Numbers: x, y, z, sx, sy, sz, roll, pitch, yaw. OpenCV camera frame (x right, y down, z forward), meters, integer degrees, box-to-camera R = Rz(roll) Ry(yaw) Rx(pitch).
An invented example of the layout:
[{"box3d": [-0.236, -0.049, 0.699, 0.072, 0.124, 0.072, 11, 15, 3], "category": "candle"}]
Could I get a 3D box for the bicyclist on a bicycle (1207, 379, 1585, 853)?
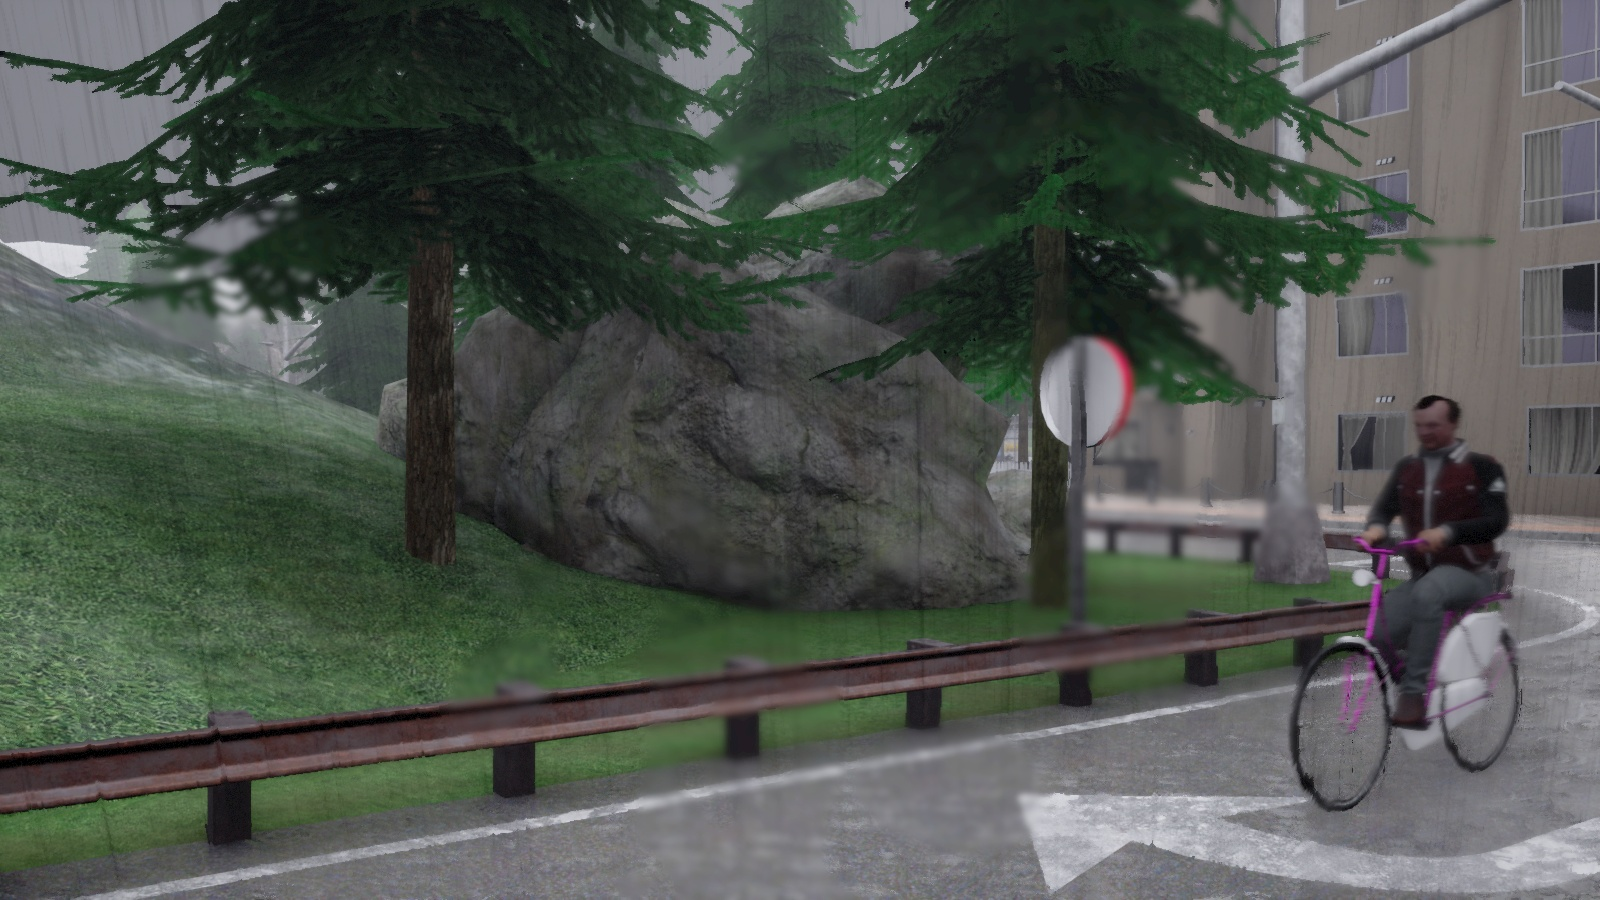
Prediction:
[{"box3d": [2.646, 0.623, 5.495, 1.843, 1.776, 0.659, 0, 0, -35], "category": "bicyclist on a bicycle"}]
